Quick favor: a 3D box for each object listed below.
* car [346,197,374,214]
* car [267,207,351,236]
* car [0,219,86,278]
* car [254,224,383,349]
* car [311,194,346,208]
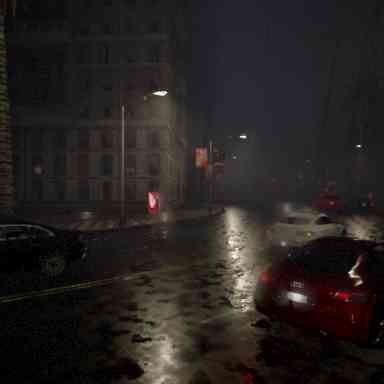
[{"bbox_3d":[17.760,1.351,35.803,2.097,1.767,4.553,0,0,8],"label":"car"},{"bbox_3d":[4.581,1.525,13.090,1.812,1.442,4.674,0,0,39],"label":"car"},{"bbox_3d":[-5.265,1.488,8.539,4.902,1.511,2.128,0,0,-37],"label":"car"},{"bbox_3d":[3.052,1.564,6.385,4.181,1.385,1.994,0,0,-43],"label":"car"},{"bbox_3d":[14.349,1.217,35.789,2.150,2.045,5.566,0,0,9],"label":"car"}]
